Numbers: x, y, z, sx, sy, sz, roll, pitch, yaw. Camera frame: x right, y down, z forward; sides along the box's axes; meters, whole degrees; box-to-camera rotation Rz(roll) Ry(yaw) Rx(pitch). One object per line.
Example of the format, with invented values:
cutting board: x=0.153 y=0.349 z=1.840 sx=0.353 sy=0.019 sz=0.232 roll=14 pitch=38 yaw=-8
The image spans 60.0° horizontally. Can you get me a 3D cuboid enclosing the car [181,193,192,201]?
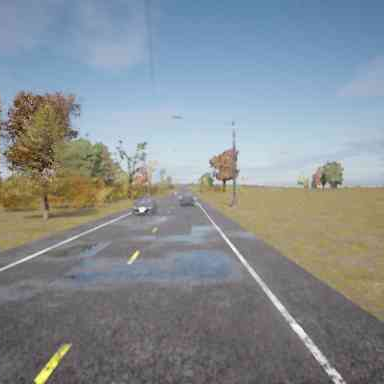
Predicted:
car: x=-0.991 y=0.937 z=63.938 sx=1.994 sy=1.385 sz=4.181 roll=0 pitch=1 yaw=-1

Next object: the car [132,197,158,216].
car: x=-4.075 y=1.234 z=29.371 sx=2.128 sy=1.511 sz=4.902 roll=0 pitch=1 yaw=-1

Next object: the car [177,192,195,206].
car: x=-0.648 y=1.056 z=44.808 sx=2.128 sy=1.511 sz=4.902 roll=0 pitch=1 yaw=-1
